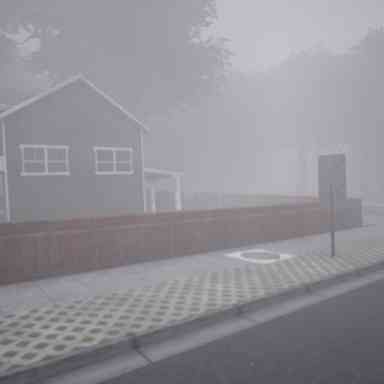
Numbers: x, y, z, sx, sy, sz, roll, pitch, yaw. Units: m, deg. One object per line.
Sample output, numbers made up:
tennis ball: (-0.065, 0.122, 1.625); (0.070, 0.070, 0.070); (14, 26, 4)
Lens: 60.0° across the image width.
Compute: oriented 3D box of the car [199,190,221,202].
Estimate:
car: (2.350, 0.511, 38.426); (1.994, 1.385, 4.181); (-3, 3, -36)
